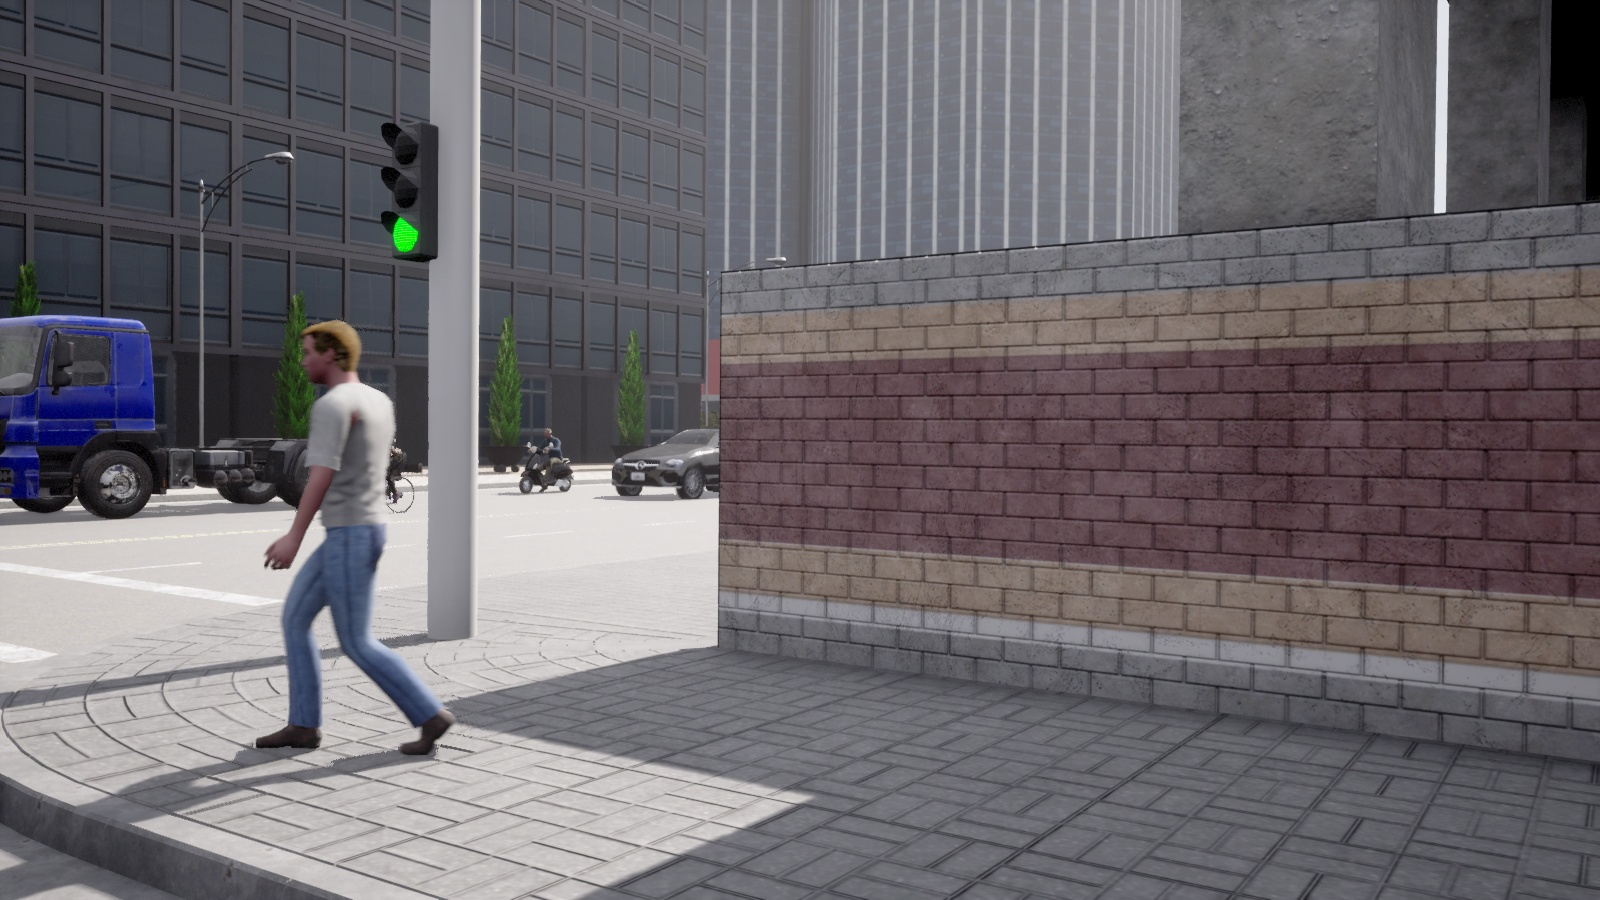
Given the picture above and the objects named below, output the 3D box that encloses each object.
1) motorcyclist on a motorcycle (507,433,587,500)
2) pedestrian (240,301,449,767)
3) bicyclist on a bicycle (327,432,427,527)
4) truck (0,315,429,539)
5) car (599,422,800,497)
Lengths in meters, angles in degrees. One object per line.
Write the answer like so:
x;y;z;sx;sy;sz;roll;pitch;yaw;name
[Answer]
-6.189;0.376;30.776;0.866;1.590;1.817;0;1;34;motorcyclist on a motorcycle
-1.848;0.332;5.141;0.706;1.836;0.354;-1;1;-2;pedestrian
-7.542;0.501;22.464;0.582;1.620;1.656;0;1;34;bicyclist on a bicycle
-11.092;-0.415;23.453;2.891;3.462;7.936;0;1;34;truck
-2.298;0.173;30.291;2.152;1.651;5.027;0;1;34;car
